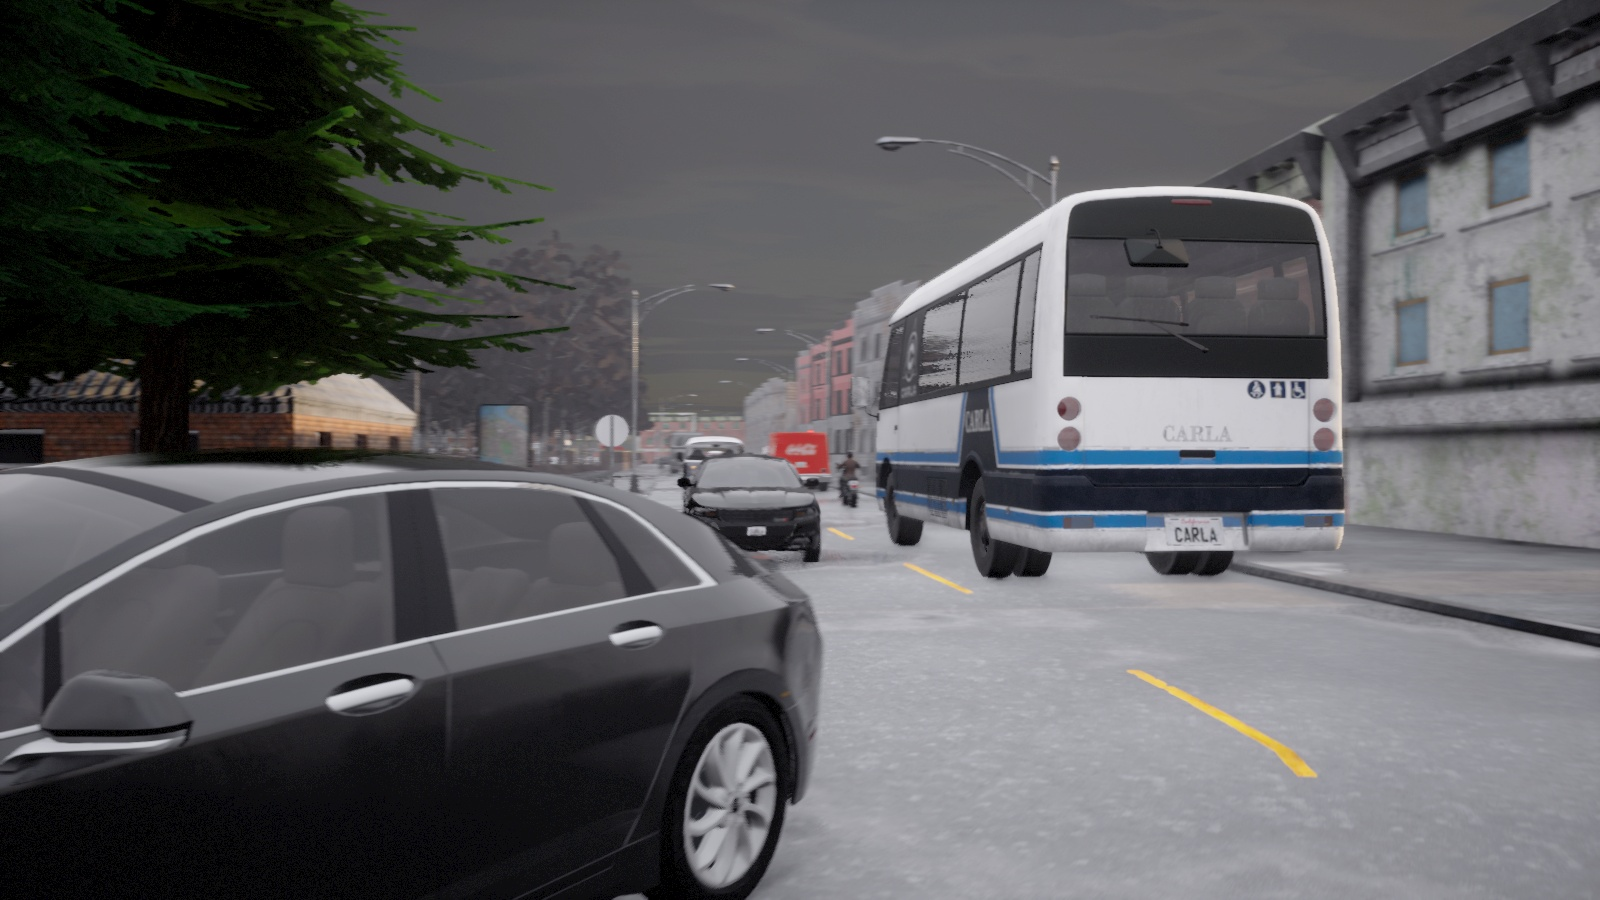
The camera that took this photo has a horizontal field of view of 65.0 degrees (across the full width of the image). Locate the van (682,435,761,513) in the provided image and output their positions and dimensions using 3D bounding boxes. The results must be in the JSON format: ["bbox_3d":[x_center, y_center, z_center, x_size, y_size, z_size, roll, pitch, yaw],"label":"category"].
[{"bbox_3d":[-2.272,0.631,35.325,2.069,2.038,4.480,0,0,-5],"label":"van"}]

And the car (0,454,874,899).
[{"bbox_3d":[-1.801,0.771,3.286,1.837,1.490,4.892,1,0,32],"label":"car"}]

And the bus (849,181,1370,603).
[{"bbox_3d":[3.413,-0.566,17.960,3.944,4.253,10.273,0,0,-6],"label":"bus"}]

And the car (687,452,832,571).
[{"bbox_3d":[-0.750,0.808,18.902,1.882,1.535,5.008,0,0,-5],"label":"car"}]

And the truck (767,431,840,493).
[{"bbox_3d":[0.068,0.493,53.400,2.627,2.467,5.204,0,0,-5],"label":"truck"}]

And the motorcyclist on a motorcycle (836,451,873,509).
[{"bbox_3d":[1.593,0.852,36.972,0.766,1.649,2.350,0,0,-5],"label":"motorcyclist on a motorcycle"}]
